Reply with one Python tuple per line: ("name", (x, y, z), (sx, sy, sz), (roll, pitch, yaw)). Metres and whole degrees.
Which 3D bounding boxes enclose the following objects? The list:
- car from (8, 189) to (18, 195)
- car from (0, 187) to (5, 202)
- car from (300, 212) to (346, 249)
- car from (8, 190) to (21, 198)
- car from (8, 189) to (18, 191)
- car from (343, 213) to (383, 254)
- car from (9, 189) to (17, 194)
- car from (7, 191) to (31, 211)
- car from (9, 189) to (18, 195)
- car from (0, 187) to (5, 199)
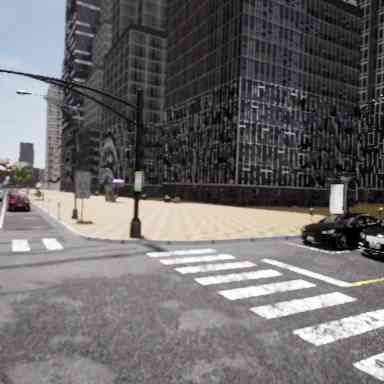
("car", (-42.499, -0.075, 78.926), (1.887, 1.381, 4.507), (1, 1, -29))
("car", (-26.241, 0.204, 44.097), (2.150, 2.045, 5.566), (2, 0, -29))
("car", (6.689, 1.576, 14.422), (4.313, 1.339, 1.947), (2, 1, -29))
("car", (-31.614, 0.317, 59.128), (1.887, 1.381, 4.507), (1, 1, -29))
("car", (-26.172, 0.521, 49.229), (2.008, 1.369, 4.403), (1, 1, -29))
("car", (8.283, 1.596, 12.343), (4.902, 1.511, 2.128), (2, 1, -29))
("car", (-45.221, -0.135, 83.875), (1.802, 1.307, 4.206), (1, 1, -29))
("car", (-15.287, 0.913, 29.431), (1.887, 1.381, 4.507), (1, 1, -29))
("car", (-39.859, 0.000, 74.125), (1.752, 1.417, 4.829), (1, 1, -29))
("car", (-31.405, 0.147, 53.478), (2.097, 1.767, 4.553), (2, 0, -29))
